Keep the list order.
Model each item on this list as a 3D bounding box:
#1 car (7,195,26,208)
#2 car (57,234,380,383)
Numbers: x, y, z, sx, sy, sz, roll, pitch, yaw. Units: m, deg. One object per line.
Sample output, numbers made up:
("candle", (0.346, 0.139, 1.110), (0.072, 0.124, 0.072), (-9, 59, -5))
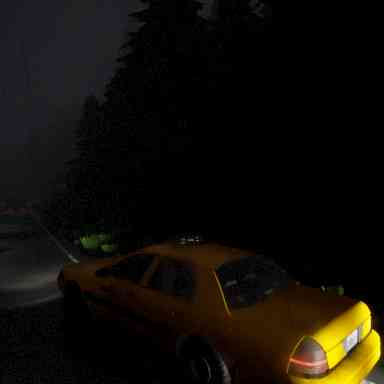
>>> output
("car", (-21.133, 1.060, 40.056), (2.128, 1.511, 4.902), (-2, 2, -26))
("car", (-0.252, 1.418, 5.080), (5.366, 1.575, 1.801), (1, 1, 44))
